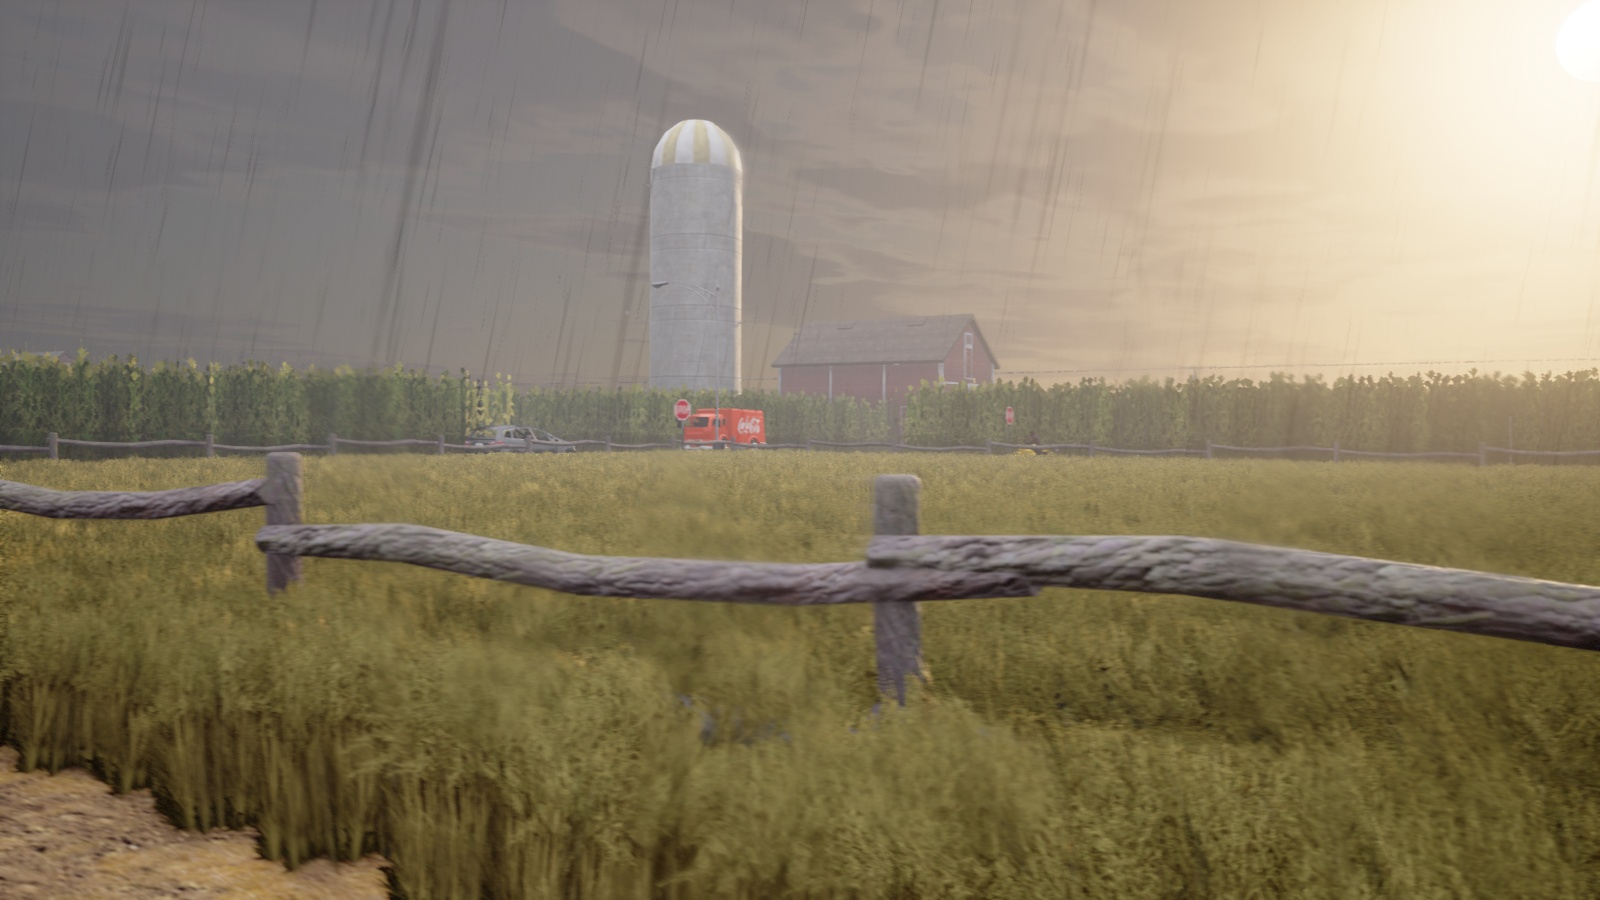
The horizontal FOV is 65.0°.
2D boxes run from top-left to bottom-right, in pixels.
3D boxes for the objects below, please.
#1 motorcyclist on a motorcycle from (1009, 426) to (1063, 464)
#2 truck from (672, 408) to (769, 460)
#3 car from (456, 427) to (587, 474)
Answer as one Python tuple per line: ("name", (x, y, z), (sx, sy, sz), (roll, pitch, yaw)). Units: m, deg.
("motorcyclist on a motorcycle", (9.754, -0.218, 52.003), (2.044, 1.523, 0.797), (1, 1, 34))
("truck", (-3.989, -0.790, 63.919), (2.627, 2.467, 5.204), (-1, 0, 27))
("car", (-10.612, -0.012, 48.195), (2.242, 1.667, 4.611), (0, 1, 34))
